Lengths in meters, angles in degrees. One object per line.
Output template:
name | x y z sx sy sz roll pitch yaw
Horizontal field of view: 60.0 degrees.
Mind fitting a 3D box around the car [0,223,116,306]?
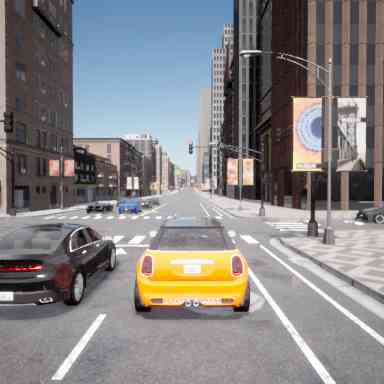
car | -3.154 1.504 8.008 1.837 1.490 4.892 0 0 0

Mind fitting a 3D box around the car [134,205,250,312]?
car | 0.009 1.351 7.864 2.097 1.767 4.553 0 0 0

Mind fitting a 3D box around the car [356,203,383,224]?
car | 13.983 1.470 23.535 4.181 1.385 1.994 0 1 0

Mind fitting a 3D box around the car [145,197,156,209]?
car | -6.602 1.514 45.930 2.128 1.511 4.902 0 0 0

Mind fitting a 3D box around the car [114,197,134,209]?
car | -9.851 1.526 48.458 1.837 1.490 4.892 0 1 0

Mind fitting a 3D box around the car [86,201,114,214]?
car | -9.857 1.616 35.779 1.895 1.301 4.718 0 0 0

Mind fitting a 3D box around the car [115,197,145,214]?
car | -6.603 1.493 35.877 1.882 1.535 5.008 0 0 0

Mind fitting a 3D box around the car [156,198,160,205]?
car | -6.597 1.592 56.592 1.994 1.385 4.181 0 0 0
